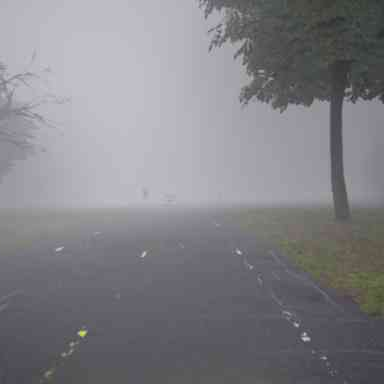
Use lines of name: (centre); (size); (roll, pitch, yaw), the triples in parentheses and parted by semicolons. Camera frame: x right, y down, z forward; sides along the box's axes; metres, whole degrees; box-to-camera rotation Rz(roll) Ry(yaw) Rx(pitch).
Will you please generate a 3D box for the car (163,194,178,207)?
car: (-3.526, 1.358, 55.435); (2.150, 2.045, 5.566); (0, 0, 1)
